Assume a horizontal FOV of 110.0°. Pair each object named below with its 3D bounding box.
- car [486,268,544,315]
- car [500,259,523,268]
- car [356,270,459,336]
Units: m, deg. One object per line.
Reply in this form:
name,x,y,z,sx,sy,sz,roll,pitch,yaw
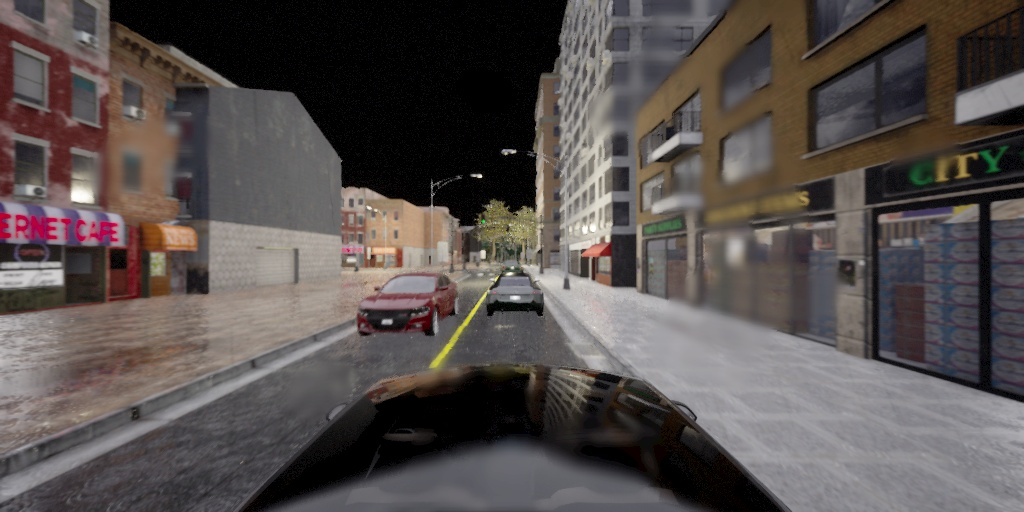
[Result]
car,0.102,1.308,13.487,1.994,1.385,4.181,0,0,0
car,-0.076,1.100,34.397,2.097,1.767,4.553,0,0,-3
car,-2.798,1.223,10.593,1.882,1.535,5.008,0,0,1
